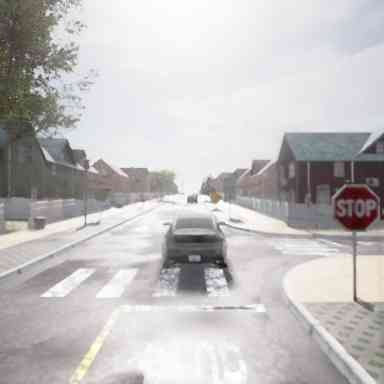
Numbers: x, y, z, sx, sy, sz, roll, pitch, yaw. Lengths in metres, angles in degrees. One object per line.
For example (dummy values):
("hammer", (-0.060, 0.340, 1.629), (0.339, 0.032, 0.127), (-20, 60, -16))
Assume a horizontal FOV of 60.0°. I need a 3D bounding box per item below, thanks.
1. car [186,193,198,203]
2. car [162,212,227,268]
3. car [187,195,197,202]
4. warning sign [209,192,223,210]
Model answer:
("car", (0.054, 1.171, 57.946), (1.882, 1.535, 5.008), (0, 0, 0))
("car", (0.080, 1.434, 11.014), (1.837, 1.490, 4.892), (0, 1, 0))
("car", (0.002, 1.270, 67.836), (1.895, 1.301, 4.718), (0, 0, 0))
("warning sign", (2.492, 0.917, 34.624), (1.300, 1.860, 1.060), (-2, -1, 0))
